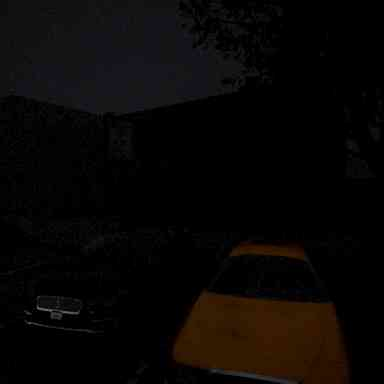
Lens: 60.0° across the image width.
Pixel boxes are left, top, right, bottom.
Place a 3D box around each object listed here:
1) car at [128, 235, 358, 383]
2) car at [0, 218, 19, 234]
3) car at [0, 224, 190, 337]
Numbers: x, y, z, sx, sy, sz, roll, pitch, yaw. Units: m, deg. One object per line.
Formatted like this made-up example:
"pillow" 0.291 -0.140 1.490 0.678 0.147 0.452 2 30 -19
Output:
"car" 1.153 1.480 5.049 1.946 1.575 5.366 1 -1 16
"car" -8.558 1.528 12.212 2.002 1.452 4.674 1 -1 16
"car" -1.236 1.487 6.978 2.231 1.521 4.892 1 -1 16
